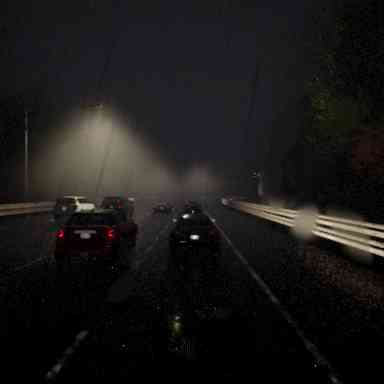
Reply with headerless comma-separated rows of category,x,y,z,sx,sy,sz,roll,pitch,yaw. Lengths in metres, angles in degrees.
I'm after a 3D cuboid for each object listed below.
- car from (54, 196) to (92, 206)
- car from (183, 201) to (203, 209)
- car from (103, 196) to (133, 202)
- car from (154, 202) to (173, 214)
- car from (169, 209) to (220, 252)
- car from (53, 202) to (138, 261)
car,-10.395,1.411,29.724,2.150,2.045,5.566,0,0,0
car,0.107,1.733,35.828,1.837,1.490,4.892,0,0,0
car,-6.895,1.420,31.104,2.150,2.045,5.566,0,0,0
car,-3.394,1.816,39.743,1.994,1.385,4.181,0,0,0
car,0.102,1.655,14.320,1.994,1.385,4.181,0,0,0
car,-3.397,1.432,12.715,2.097,1.767,4.553,0,0,0
